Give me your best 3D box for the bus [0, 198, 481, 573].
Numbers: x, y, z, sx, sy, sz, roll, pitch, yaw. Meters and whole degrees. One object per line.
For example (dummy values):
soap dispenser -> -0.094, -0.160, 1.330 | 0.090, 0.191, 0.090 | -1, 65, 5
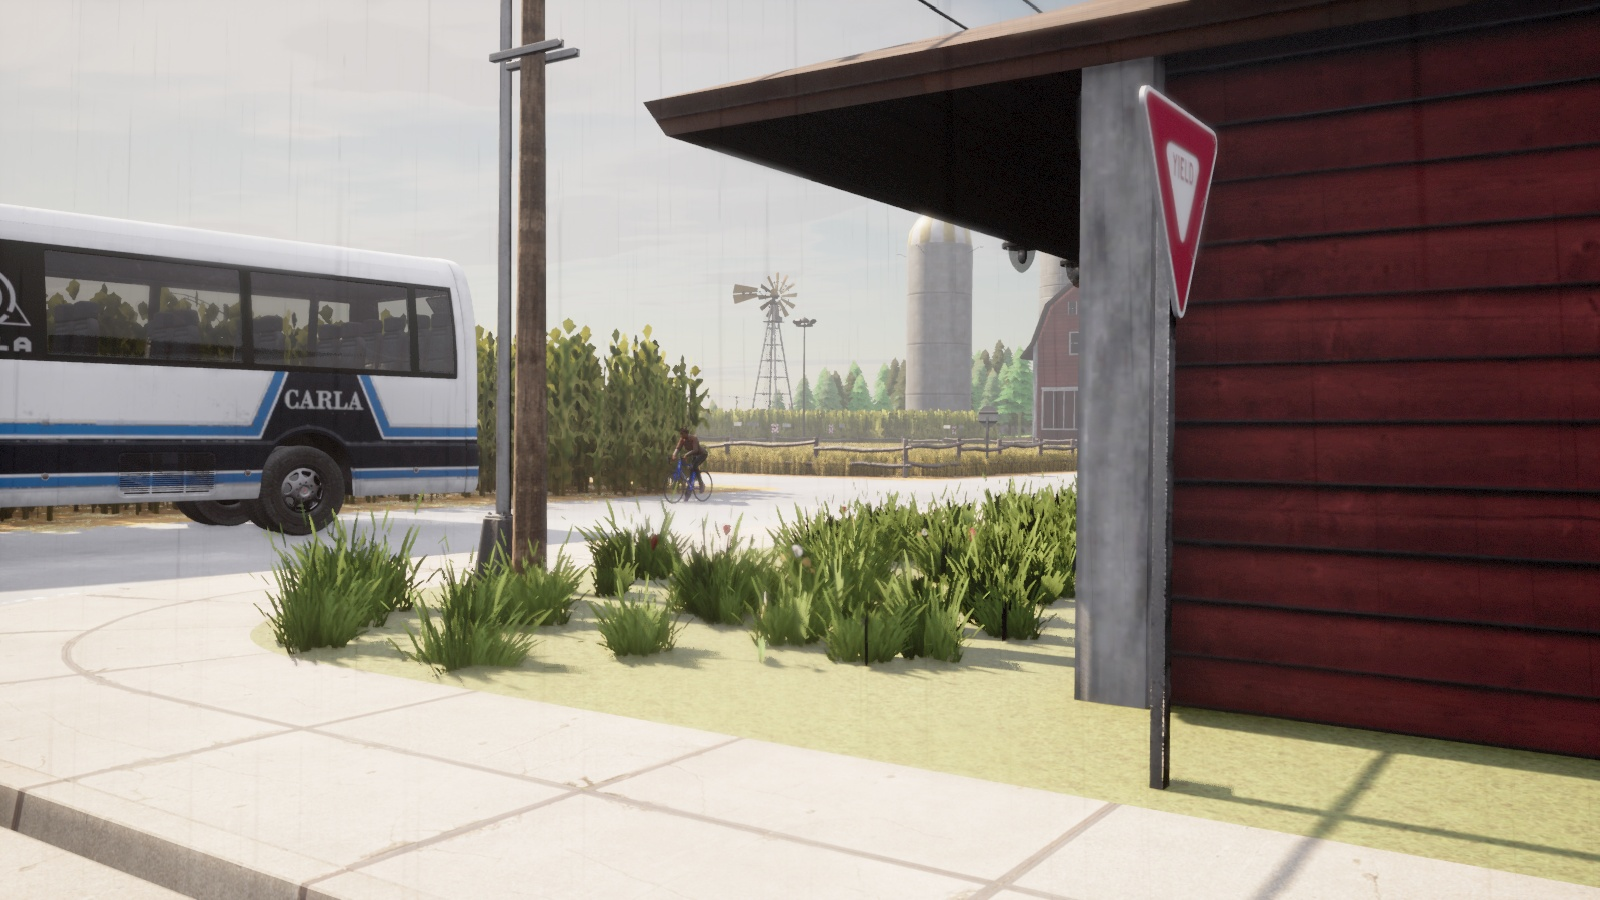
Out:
bus -> -9.744, -0.756, 16.508 | 3.944, 4.253, 10.273 | 0, 1, 41

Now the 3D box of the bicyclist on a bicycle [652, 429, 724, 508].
bicyclist on a bicycle -> -2.359, 0.368, 26.706 | 0.582, 1.620, 1.656 | 0, 1, 34
